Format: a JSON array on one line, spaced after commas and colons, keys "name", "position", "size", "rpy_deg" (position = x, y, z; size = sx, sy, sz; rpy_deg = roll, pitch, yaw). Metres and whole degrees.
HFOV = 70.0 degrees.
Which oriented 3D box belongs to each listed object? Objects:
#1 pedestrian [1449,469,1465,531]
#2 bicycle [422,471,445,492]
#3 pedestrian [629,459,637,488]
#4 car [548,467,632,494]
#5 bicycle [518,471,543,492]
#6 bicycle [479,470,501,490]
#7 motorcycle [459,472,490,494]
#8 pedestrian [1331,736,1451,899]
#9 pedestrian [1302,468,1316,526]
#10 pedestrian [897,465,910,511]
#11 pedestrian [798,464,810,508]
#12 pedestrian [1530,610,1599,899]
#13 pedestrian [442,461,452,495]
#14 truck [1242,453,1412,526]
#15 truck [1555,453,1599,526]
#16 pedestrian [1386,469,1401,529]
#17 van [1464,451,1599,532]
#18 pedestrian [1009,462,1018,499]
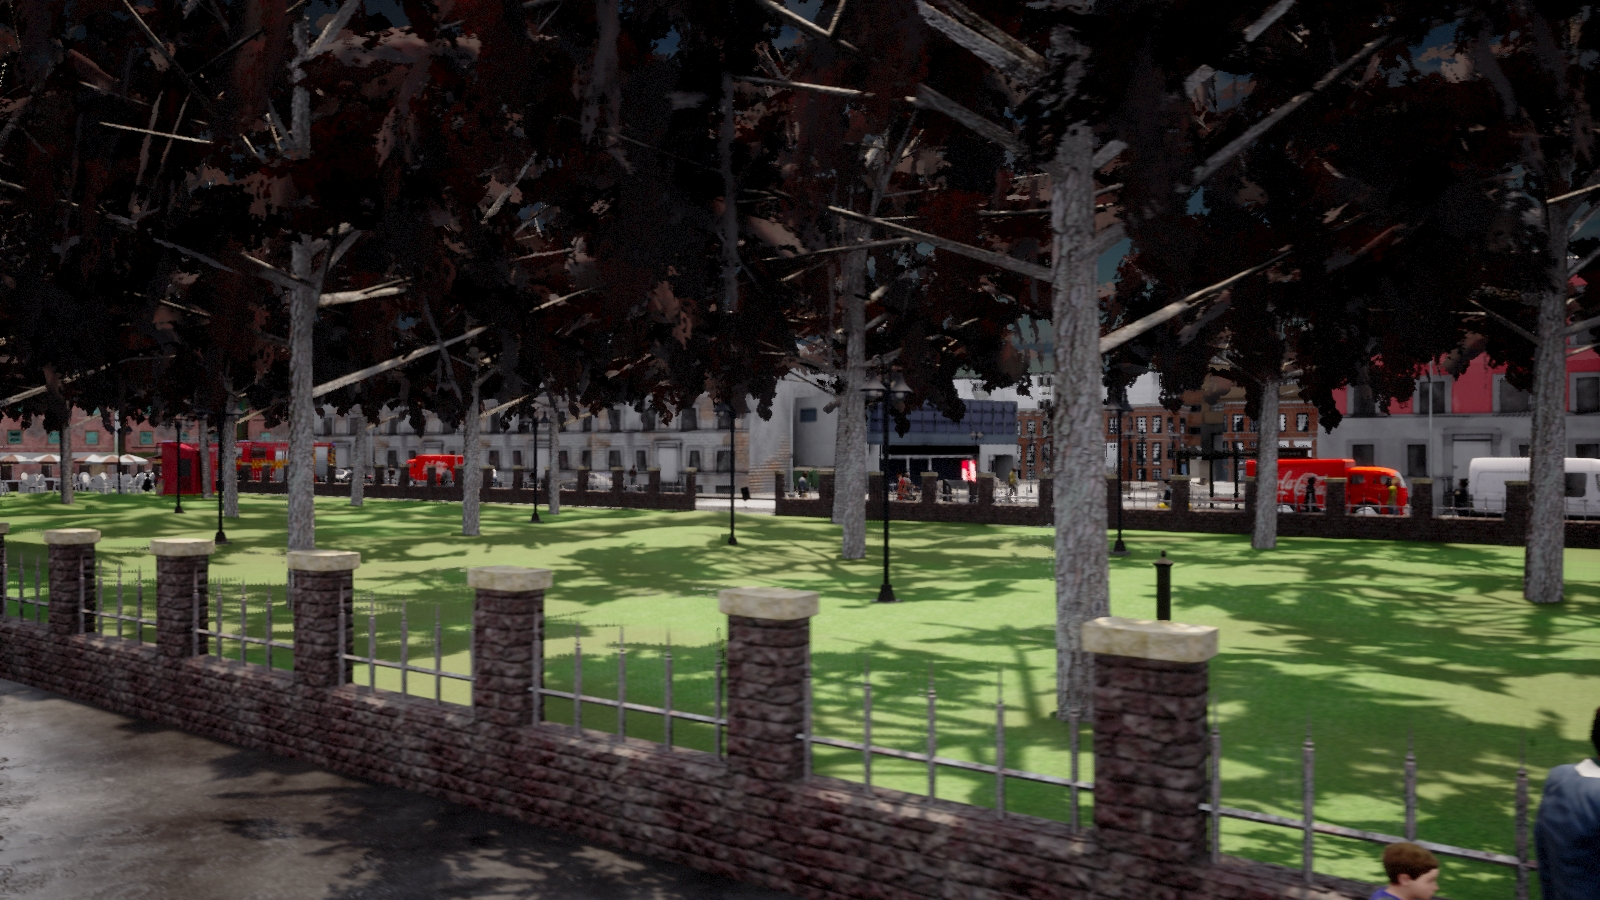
[{"name": "pedestrian", "position": [20.074, 1.526, 34.896], "size": [0.375, 1.860, 0.375], "rpy_deg": [0, 0, 36]}, {"name": "bicycle", "position": [-22.743, 1.940, 70.850], "size": [1.835, 1.271, 0.329], "rpy_deg": [0, 0, 35]}, {"name": "pedestrian", "position": [-10.708, 1.524, 73.399], "size": [0.375, 1.860, 0.375], "rpy_deg": [0, 0, -32]}, {"name": "car", "position": [-12.638, 1.827, 68.593], "size": [4.902, 1.511, 2.128], "rpy_deg": [0, 0, 35]}, {"name": "bicycle", "position": [-16.889, 1.940, 71.593], "size": [1.835, 1.271, 0.329], "rpy_deg": [0, 0, 35]}, {"name": "bicycle", "position": [-20.009, 1.936, 73.756], "size": [1.643, 1.296, 0.373], "rpy_deg": [0, 0, 35]}, {"name": "motorcycle", "position": [-19.550, 1.962, 68.579], "size": [1.805, 1.236, 0.856], "rpy_deg": [0, 0, 35]}, {"name": "pedestrian", "position": [2.259, 1.806, 4.360], "size": [0.375, 1.300, 0.375], "rpy_deg": [0, 0, 32]}, {"name": "pedestrian", "position": [16.631, 1.525, 37.335], "size": [0.375, 1.860, 0.375], "rpy_deg": [0, 0, 35]}, {"name": "pedestrian", "position": [4.180, 1.522, 46.050], "size": [0.375, 1.860, 0.375], "rpy_deg": [0, 0, 34]}, {"name": "pedestrian", "position": [0.168, 1.526, 48.868], "size": [0.375, 1.860, 0.375], "rpy_deg": [0, 0, 35]}, {"name": "pedestrian", "position": [2.862, 1.526, 4.039], "size": [0.375, 1.860, 0.375], "rpy_deg": [0, 0, 15]}, {"name": "pedestrian", "position": [-19.314, 1.525, 62.546], "size": [0.375, 1.860, 0.375], "rpy_deg": [0, 0, 35]}, {"name": "truck", "position": [19.091, 1.348, 41.451], "size": [5.204, 2.467, 2.627], "rpy_deg": [0, 0, 35]}, {"name": "truck", "position": [29.122, 1.348, 39.299], "size": [5.204, 2.467, 2.627], "rpy_deg": [0, 0, 35]}, {"name": "pedestrian", "position": [18.660, 1.524, 35.894], "size": [0.375, 1.860, 0.375], "rpy_deg": [0, 0, 34]}, {"name": "van", "position": [25.133, 1.314, 37.229], "size": [5.915, 2.561, 1.988], "rpy_deg": [0, 0, 35]}, {"name": "pedestrian", "position": [10.785, 1.524, 57.701], "size": [0.375, 1.860, 0.375], "rpy_deg": [0, 0, 27]}]
